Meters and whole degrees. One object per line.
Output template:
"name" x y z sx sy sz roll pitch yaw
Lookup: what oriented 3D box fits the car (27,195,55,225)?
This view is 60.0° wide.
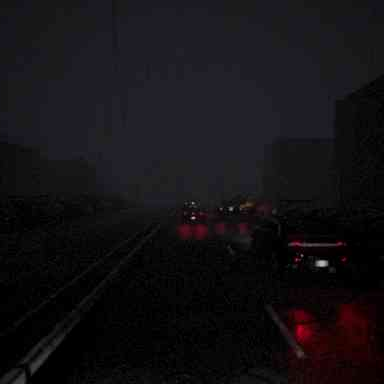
"car" -12.569 1.246 22.063 5.566 2.045 2.435 0 0 0

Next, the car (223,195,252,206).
"car" 7.607 1.484 56.234 4.553 1.767 2.185 0 0 0

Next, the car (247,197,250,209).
"car" 7.645 1.534 31.410 5.008 1.535 2.097 0 0 0

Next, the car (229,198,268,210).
"car" 7.645 1.593 45.196 4.892 1.521 2.231 0 0 0

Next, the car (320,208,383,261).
"car" 7.634 1.485 12.111 4.892 1.521 2.231 0 0 0

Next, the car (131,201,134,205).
"car" -12.484 1.643 58.075 4.792 1.488 2.163 0 0 0

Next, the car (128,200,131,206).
"car" -12.549 1.493 52.640 4.553 1.767 2.185 0 0 0

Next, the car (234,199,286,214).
"car" 7.454 1.553 36.925 5.366 1.575 1.946 0 0 0

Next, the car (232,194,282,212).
"car" 7.667 1.317 39.683 5.566 2.045 2.435 0 0 0

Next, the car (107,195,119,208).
"car" -12.555 1.469 44.296 4.553 1.767 2.185 0 0 0

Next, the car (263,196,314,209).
"car" 7.608 1.380 23.139 4.553 1.767 2.185 0 0 0

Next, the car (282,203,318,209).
"car" 7.633 1.494 17.624 4.892 1.521 2.231 0 0 0

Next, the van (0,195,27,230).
"van" -12.426 1.262 19.283 4.442 1.987 1.878 0 0 0

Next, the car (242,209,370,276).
"car" 3.100 1.494 10.360 2.128 1.511 4.902 0 0 0

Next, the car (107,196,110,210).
"car" -12.534 1.569 38.737 4.892 1.521 2.231 0 0 0

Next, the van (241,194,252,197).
"van" 7.522 1.319 34.169 4.442 1.987 1.878 0 0 0

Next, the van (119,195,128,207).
"van" -12.403 1.390 49.732 4.442 1.987 1.878 0 0 0

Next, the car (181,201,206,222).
"car" 0.100 1.638 26.814 1.895 1.301 4.718 0 0 0

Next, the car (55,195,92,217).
"car" -12.506 1.277 30.275 5.566 2.045 2.435 0 0 0

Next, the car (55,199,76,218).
"car" -12.533 1.556 27.556 4.674 1.452 2.002 0 0 0

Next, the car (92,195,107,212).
"car" -12.559 1.303 35.960 5.566 2.045 2.435 0 0 0

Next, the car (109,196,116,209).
"car" -12.521 1.580 41.391 5.008 1.535 2.097 0 0 0

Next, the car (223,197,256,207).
"car" 7.644 1.609 53.472 5.008 1.535 2.097 0 0 0

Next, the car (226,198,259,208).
"car" 7.636 1.644 50.716 4.674 1.452 2.002 0 0 0

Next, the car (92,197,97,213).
"car" -12.718 1.538 33.178 5.366 1.575 1.946 0 0 0

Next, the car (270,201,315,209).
"car" 7.633 1.500 20.382 4.892 1.521 2.231 0 0 0

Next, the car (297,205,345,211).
"car" 7.634 1.489 14.867 4.892 1.521 2.231 0 0 0

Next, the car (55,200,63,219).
"car" -12.536 1.546 24.841 4.674 1.452 2.002 0 0 0

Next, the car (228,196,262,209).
"car" 7.607 1.474 47.959 4.553 1.767 2.185 0 0 0

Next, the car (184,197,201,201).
"car" 0.099 1.452 42.375 2.097 1.767 4.553 0 0 0

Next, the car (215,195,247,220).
"car" 3.098 1.395 28.492 2.097 1.767 4.553 0 0 0

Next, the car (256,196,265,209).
"car" 7.671 1.389 25.897 4.553 1.767 2.185 0 0 0

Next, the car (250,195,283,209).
"car" 7.670 1.398 28.653 4.553 1.767 2.185 0 0 0
